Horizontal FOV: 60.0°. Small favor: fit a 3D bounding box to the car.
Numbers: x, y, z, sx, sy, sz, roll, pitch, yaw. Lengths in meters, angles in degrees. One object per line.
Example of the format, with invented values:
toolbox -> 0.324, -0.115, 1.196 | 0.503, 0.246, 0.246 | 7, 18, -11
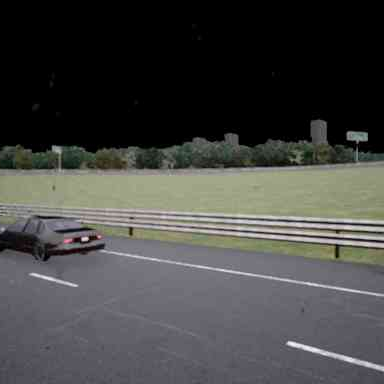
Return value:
car -> -5.526, 1.588, 12.314 | 5.357, 1.411, 2.033 | 0, 0, 36
